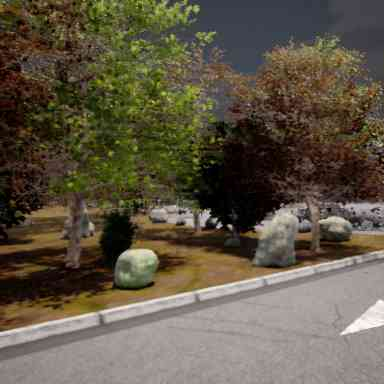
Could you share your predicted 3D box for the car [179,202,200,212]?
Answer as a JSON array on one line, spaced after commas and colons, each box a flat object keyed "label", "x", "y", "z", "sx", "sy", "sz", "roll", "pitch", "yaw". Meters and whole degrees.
[{"label": "car", "x": -0.066, "y": 1.417, "z": 33.863, "sx": 2.097, "sy": 1.767, "sz": 4.553, "roll": -1, "pitch": -1, "yaw": 8}]

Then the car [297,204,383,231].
[{"label": "car", "x": 8.948, "y": 1.501, "z": 20.244, "sx": 4.892, "sy": 1.490, "sz": 1.837, "roll": -2, "pitch": 2, "yaw": 26}]
